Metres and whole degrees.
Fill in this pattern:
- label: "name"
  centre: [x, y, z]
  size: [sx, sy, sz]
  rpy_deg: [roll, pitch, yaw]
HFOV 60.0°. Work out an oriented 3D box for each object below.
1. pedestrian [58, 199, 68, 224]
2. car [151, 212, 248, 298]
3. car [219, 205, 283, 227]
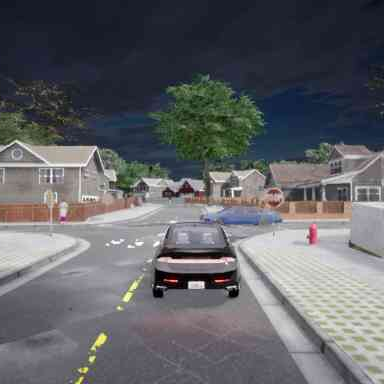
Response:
- label: "pedestrian"
  centre: [-9.708, 1.454, 25.017]
  size: [0.375, 1.860, 0.375]
  rpy_deg: [0, -1, 1]
- label: "car"
  centre: [0.079, 1.506, 8.544]
  size: [2.128, 1.511, 4.902]
  rpy_deg: [0, 0, 0]
- label: "car"
  centre: [3.118, 1.562, 21.696]
  size: [5.357, 1.411, 2.033]
  rpy_deg: [0, -1, -5]
